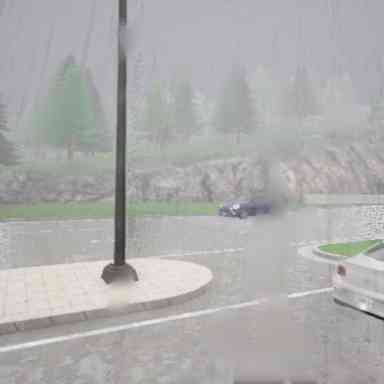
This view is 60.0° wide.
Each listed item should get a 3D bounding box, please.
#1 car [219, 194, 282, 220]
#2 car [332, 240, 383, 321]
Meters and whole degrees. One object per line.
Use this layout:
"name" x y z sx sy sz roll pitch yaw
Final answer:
"car" 4.092 0.912 23.300 4.553 1.767 2.097 0 1 -31
"car" 4.611 1.465 5.982 4.674 1.442 1.812 0 1 -27
